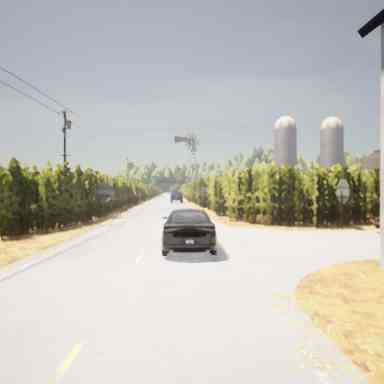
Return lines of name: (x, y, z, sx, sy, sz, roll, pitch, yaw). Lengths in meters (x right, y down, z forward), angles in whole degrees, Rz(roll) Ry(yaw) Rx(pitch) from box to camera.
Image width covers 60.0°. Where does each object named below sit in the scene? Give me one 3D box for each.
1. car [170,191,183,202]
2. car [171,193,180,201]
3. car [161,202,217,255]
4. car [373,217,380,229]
car: (-2.689, 0.840, 57.874, 2.150, 2.045, 5.566, 0, 0, -4)
car: (-3.558, 1.020, 69.752, 1.882, 1.535, 5.008, 0, 0, -4)
car: (-0.136, 1.392, 12.926, 1.882, 1.535, 5.008, 0, 1, -1)
car: (11.635, 1.488, 16.455, 4.718, 1.301, 1.895, 0, 0, -3)
